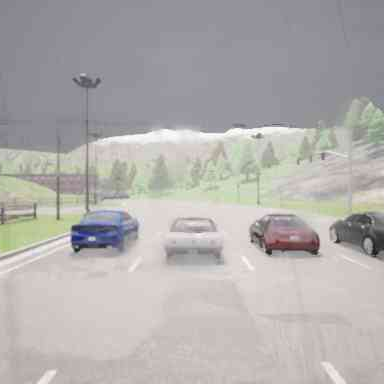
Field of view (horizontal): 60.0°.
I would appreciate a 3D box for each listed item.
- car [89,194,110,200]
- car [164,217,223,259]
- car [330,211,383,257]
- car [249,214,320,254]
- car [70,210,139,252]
[{"bbox_3d":[-25.489,1.464,91.215,4.892,1.490,1.837,0,0,35],"label":"car"},{"bbox_3d":[0.059,1.596,12.618,1.895,1.301,4.718,0,0,0],"label":"car"},{"bbox_3d":[7.059,1.498,12.979,1.837,1.490,4.892,0,-1,0],"label":"car"},{"bbox_3d":[3.561,1.558,13.454,1.994,1.385,4.181,0,0,0],"label":"car"},{"bbox_3d":[-3.438,1.472,13.945,1.882,1.535,5.008,0,0,0],"label":"car"}]
